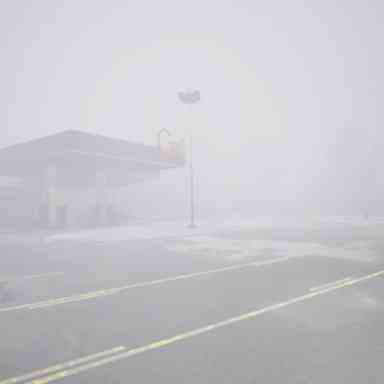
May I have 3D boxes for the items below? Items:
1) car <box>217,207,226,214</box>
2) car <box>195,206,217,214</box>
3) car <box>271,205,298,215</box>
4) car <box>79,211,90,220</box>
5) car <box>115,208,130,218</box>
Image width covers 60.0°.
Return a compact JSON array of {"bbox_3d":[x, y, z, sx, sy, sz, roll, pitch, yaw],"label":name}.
[{"bbox_3d":[5.509,4.054,73.910,1.837,1.490,4.892,0,-3,-38],"label":"car"},{"bbox_3d":[2.606,3.897,71.942,2.097,1.767,4.553,0,-3,-38],"label":"car"},{"bbox_3d":[15.372,3.056,55.702,2.097,1.767,4.553,0,-3,-38],"label":"car"},{"bbox_3d":[-16.402,3.679,52.482,1.970,1.475,3.806,0,-3,-38],"label":"car"},{"bbox_3d":[-12.341,3.585,56.618,2.242,1.667,4.611,0,-3,-38],"label":"car"}]
